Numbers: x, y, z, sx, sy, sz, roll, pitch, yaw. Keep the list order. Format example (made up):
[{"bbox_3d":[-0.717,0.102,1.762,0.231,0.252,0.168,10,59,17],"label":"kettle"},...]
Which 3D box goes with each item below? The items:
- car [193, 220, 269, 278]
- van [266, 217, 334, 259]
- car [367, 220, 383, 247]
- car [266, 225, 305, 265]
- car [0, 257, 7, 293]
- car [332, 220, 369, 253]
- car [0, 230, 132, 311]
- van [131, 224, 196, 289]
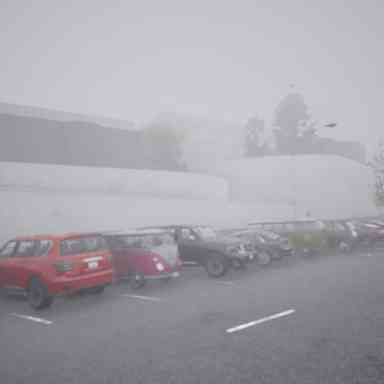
[{"bbox_3d":[0.005,2.397,14.281,5.566,2.045,2.435,-7,-6,35],"label":"car"},{"bbox_3d":[4.783,2.427,17.758,4.442,1.987,1.878,-7,-6,35],"label":"van"},{"bbox_3d":[9.797,2.670,21.071,4.674,1.452,2.002,-7,-6,35],"label":"car"},{"bbox_3d":[2.447,2.645,15.969,4.892,1.521,2.231,-7,-6,35],"label":"car"},{"bbox_3d":[-7.355,2.696,9.158,4.674,1.452,2.002,-7,-6,35],"label":"car"},{"bbox_3d":[7.360,2.507,19.369,4.553,1.767,2.185,-7,-6,35],"label":"car"},{"bbox_3d":[-4.949,2.411,10.902,5.566,2.045,2.435,-7,-6,35],"label":"car"},{"bbox_3d":[-2.372,2.418,12.526,4.442,1.987,1.878,-7,-6,35],"label":"van"}]
